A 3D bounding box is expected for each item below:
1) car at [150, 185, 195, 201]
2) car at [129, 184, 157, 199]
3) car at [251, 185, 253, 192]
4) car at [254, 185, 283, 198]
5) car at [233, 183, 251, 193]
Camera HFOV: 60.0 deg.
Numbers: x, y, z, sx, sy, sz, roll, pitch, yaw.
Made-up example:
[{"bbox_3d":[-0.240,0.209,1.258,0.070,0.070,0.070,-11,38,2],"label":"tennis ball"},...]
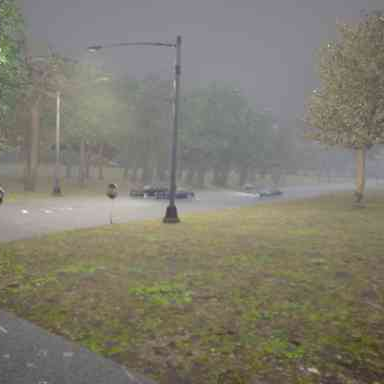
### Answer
[{"bbox_3d":[-1.776,0.240,34.376,1.895,1.301,4.718,5,5,35],"label":"car"},{"bbox_3d":[-4.620,-0.141,36.385,1.882,1.535,5.008,5,5,35],"label":"car"},{"bbox_3d":[11.676,-0.412,52.989,1.895,1.301,4.718,5,5,36],"label":"car"},{"bbox_3d":[10.892,-0.023,45.863,2.033,1.411,5.357,5,5,35],"label":"car"},{"bbox_3d":[8.451,-0.727,54.479,1.812,1.442,4.674,5,5,36],"label":"car"}]
